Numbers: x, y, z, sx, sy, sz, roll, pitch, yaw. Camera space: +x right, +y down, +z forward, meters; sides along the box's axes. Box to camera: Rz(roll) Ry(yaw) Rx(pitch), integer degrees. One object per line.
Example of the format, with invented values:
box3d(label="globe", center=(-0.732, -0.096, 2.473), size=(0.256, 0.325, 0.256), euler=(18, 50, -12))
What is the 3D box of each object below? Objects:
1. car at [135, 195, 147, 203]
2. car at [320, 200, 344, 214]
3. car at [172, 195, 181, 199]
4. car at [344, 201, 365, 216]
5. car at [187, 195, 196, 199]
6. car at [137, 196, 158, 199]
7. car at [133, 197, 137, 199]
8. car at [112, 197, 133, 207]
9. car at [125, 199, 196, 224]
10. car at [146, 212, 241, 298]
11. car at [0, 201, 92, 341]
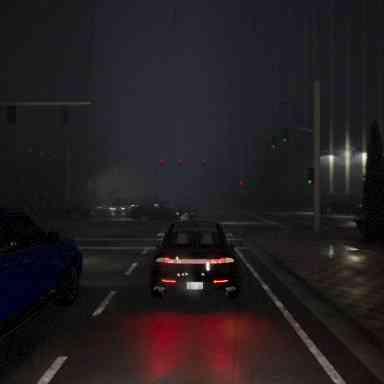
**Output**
box3d(label="car", center=(-10.618, 1.477, 69.782), size=(1.882, 1.535, 5.008), euler=(0, 0, 0))
box3d(label="car", center=(15.234, 1.564, 34.904), size=(4.181, 1.385, 1.994), euler=(0, 0, -1))
box3d(label="car", center=(-3.629, 1.339, 76.057), size=(1.812, 1.442, 4.674), euler=(0, 0, 0))
box3d(label="car", center=(17.482, 1.505, 31.430), size=(4.892, 1.490, 1.837), euler=(0, 0, -1))
box3d(label="car", center=(-0.128, 1.429, 75.523), size=(1.837, 1.490, 4.892), euler=(0, 0, 0))
box3d(label="car", center=(-7.178, 1.505, 53.999), size=(1.837, 1.490, 4.892), euler=(0, 0, 0))
box3d(label="car", center=(-10.670, 1.601, 59.340), size=(1.895, 1.301, 4.718), euler=(0, 0, 0))
box3d(label="car", center=(-10.683, 1.526, 50.231), size=(1.812, 1.442, 4.674), euler=(0, 0, 0))
box3d(label="car", center=(-2.035, 1.491, 23.999), size=(4.902, 1.511, 2.128), euler=(0, 0, -1))
box3d(label="car", center=(0.079, 1.492, 8.477), size=(2.128, 1.511, 4.902), euler=(0, 0, 1))
box3d(label="car", center=(-3.450, 1.221, 4.845), size=(2.150, 2.045, 5.566), euler=(0, 0, 1))
